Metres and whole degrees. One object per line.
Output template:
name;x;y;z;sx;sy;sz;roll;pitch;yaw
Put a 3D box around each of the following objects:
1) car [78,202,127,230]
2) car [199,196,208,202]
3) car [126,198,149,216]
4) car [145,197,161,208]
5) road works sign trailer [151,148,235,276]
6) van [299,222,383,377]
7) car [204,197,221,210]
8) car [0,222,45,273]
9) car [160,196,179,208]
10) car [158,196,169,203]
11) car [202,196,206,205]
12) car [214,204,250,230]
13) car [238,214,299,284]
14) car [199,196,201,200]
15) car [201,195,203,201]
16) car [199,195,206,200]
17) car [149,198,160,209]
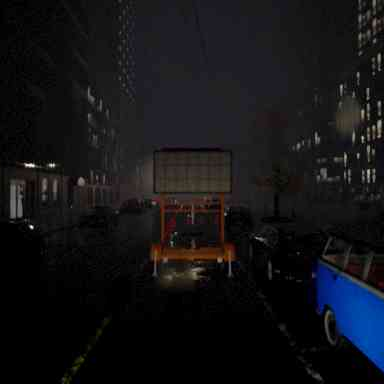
car;-5.682;1.535;20.692;2.008;1.369;4.403;0;0;0
car;2.705;1.519;77.559;1.947;1.339;4.313;0;0;0
car;-5.680;1.417;32.071;1.967;1.590;4.097;0;0;0
car;-5.679;1.510;49.138;1.887;1.381;4.507;0;0;0
road works sign trailer;0.025;0.456;10.255;2.380;3.560;2.880;0;0;0
van;2.699;1.338;3.603;1.690;1.788;3.998;0;0;0
car;2.700;1.524;37.737;2.008;1.369;4.403;0;0;0
car;-5.684;1.558;9.314;1.947;1.339;4.313;0;0;0
car;-3.047;1.317;48.371;2.097;1.767;4.553;0;0;0
car;-5.677;1.502;66.205;1.887;1.381;4.507;0;0;0
car;2.702;1.409;43.425;1.967;1.590;4.097;0;0;0
car;2.699;1.535;20.670;2.008;1.369;4.403;0;0;0
car;2.697;1.543;9.292;2.008;1.369;4.403;0;0;0
car;2.703;1.510;60.493;2.008;1.369;4.403;0;0;0
car;2.702;1.511;49.115;1.887;1.381;4.507;0;0;0
car;2.707;1.476;89.107;1.752;1.417;4.829;0;0;0
car;-5.680;1.520;43.449;2.008;1.369;4.403;0;0;0
